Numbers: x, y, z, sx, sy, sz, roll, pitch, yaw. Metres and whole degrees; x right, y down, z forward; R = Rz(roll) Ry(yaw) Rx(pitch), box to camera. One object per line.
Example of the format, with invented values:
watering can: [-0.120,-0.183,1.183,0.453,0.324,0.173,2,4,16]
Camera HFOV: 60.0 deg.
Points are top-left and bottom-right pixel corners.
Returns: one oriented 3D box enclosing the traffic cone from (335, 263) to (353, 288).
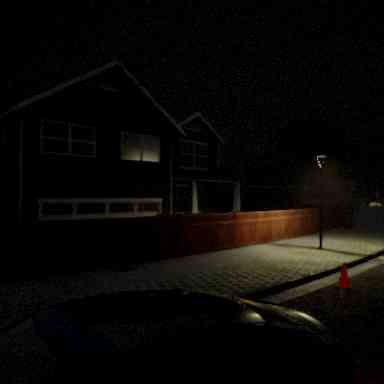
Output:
traffic cone: [3.817,2.067,8.346,0.340,0.580,0.340,1,-1,-42]

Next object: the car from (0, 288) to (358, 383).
car: [-0.657,1.539,2.228,4.674,1.442,1.812,1,-1,-37]
